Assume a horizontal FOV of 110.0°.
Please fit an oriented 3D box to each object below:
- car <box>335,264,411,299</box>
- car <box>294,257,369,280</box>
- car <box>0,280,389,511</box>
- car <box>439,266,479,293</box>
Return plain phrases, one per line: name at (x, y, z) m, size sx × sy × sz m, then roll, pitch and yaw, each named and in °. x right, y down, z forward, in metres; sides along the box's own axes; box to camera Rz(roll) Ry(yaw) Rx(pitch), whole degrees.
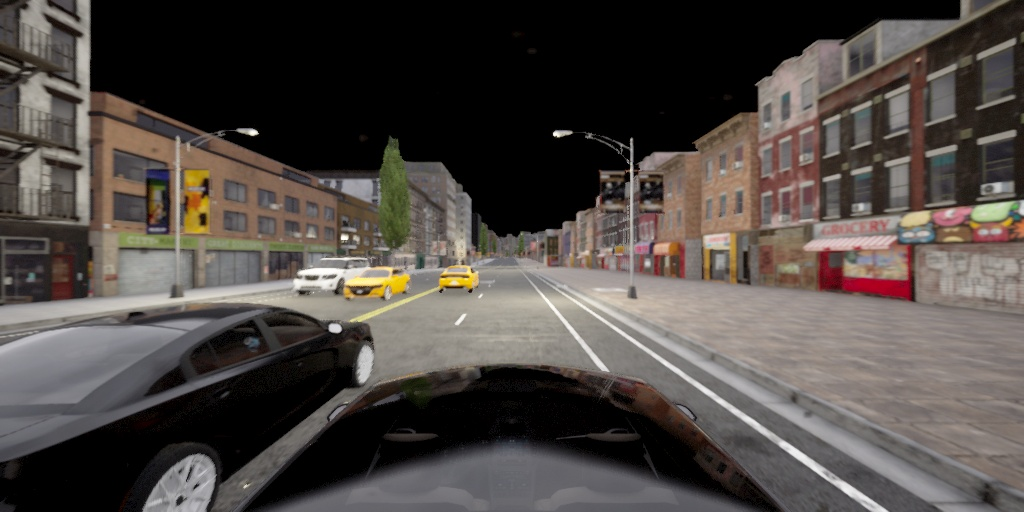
car at (-6.569, 1.305, 18.011) m, size 1.882 × 1.535 × 5.008 m, roll 0°, pitch -1°, yaw 0°
car at (-9.801, 1.075, 20.263) m, size 2.150 × 2.045 × 5.566 m, roll 0°, pitch -1°, yaw 1°
car at (-3.153, 1.229, 3.837) m, size 1.882 × 1.535 × 5.008 m, roll 0°, pitch 0°, yaw 0°
car at (-3.159, 1.350, 22.094) m, size 1.882 × 1.535 × 5.008 m, roll 0°, pitch -1°, yaw 0°
